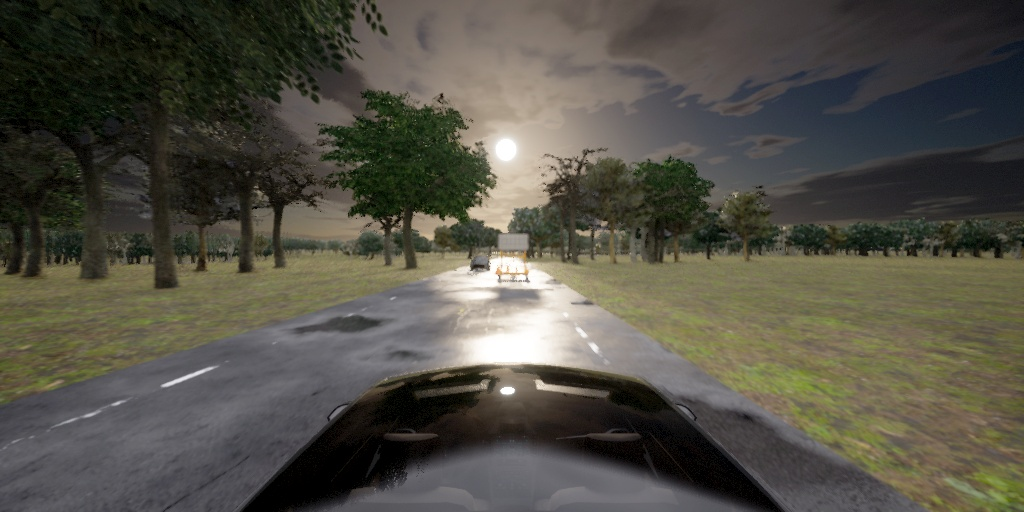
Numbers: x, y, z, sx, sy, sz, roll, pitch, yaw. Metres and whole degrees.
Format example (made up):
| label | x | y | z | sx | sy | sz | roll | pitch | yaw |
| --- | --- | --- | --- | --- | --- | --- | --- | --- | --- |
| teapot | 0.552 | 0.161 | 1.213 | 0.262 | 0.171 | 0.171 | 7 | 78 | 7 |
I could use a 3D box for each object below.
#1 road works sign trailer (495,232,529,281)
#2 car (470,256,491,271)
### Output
| label | x | y | z | sx | sy | sz | roll | pitch | yaw |
| --- | --- | --- | --- | --- | --- | --- | --- | --- | --- |
| road works sign trailer | 0.092 | -0.017 | 27.336 | 2.380 | 3.560 | 2.880 | 0 | 0 | 0 |
| car | -3.554 | 0.754 | 40.948 | 2.097 | 1.767 | 4.553 | 0 | 0 | 0 |
